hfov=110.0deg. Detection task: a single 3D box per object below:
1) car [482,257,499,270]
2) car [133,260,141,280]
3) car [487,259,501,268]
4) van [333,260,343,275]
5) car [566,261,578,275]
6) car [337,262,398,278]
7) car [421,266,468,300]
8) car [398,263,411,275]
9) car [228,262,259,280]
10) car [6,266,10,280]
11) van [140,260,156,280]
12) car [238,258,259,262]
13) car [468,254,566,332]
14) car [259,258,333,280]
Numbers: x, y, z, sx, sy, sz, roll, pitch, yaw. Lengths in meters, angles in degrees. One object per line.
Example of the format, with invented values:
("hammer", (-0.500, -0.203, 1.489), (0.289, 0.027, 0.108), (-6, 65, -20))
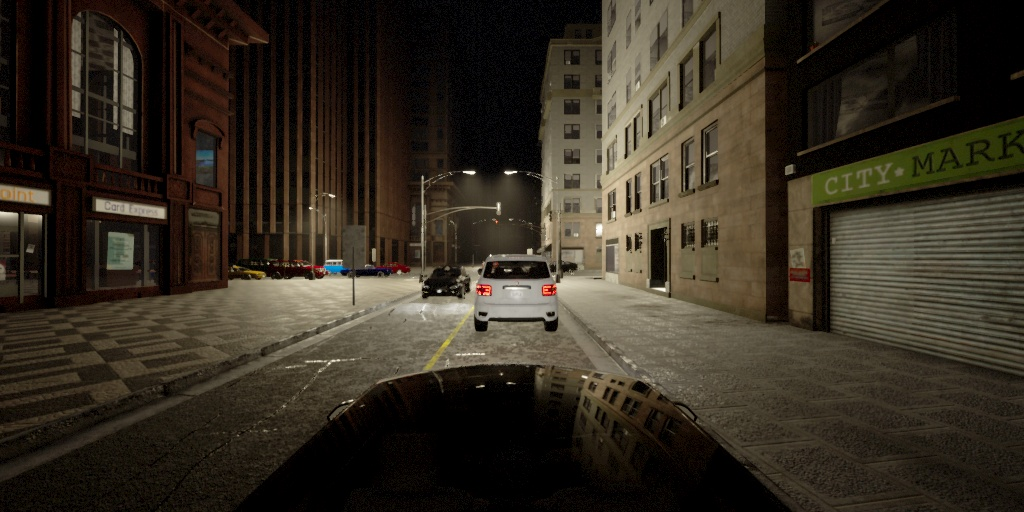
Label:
("car", (-3.111, 1.097, 51.765), (2.097, 1.767, 4.553), (0, 0, 1))
("car", (-34.466, 1.372, 35.370), (5.566, 2.045, 2.150), (-1, 0, 0))
("car", (-3.066, 1.221, 60.843), (2.128, 1.511, 4.902), (0, 0, 0))
("van", (-19.600, 1.340, 41.259), (3.998, 1.789, 1.690), (0, 0, 0))
("car", (4.405, 1.182, 36.816), (4.902, 1.511, 2.128), (-1, 0, -21))
("car", (-14.145, 1.506, 35.285), (4.718, 1.301, 1.895), (-1, 0, 0))
("car", (-3.118, 1.259, 17.738), (1.837, 1.490, 4.892), (0, 0, 0))
("car", (-13.976, 1.477, 41.239), (4.507, 1.381, 1.888), (0, 0, 0))
("car", (-25.076, 1.552, 32.753), (4.829, 1.417, 1.751), (0, 0, 0))
("car", (-47.742, 1.849, 32.834), (4.403, 1.370, 2.007), (0, 0, 0))
("van", (-30.870, 1.435, 32.774), (3.998, 1.789, 1.690), (0, 0, 0))
("car", (-24.110, 1.247, 35.314), (5.566, 2.045, 2.150), (-1, 0, -1))
("car", (0.100, 0.974, 11.046), (2.150, 2.045, 5.566), (0, 0, 0))
("car", (-19.621, 1.273, 32.733), (5.009, 1.841, 2.192), (0, 0, 0))
